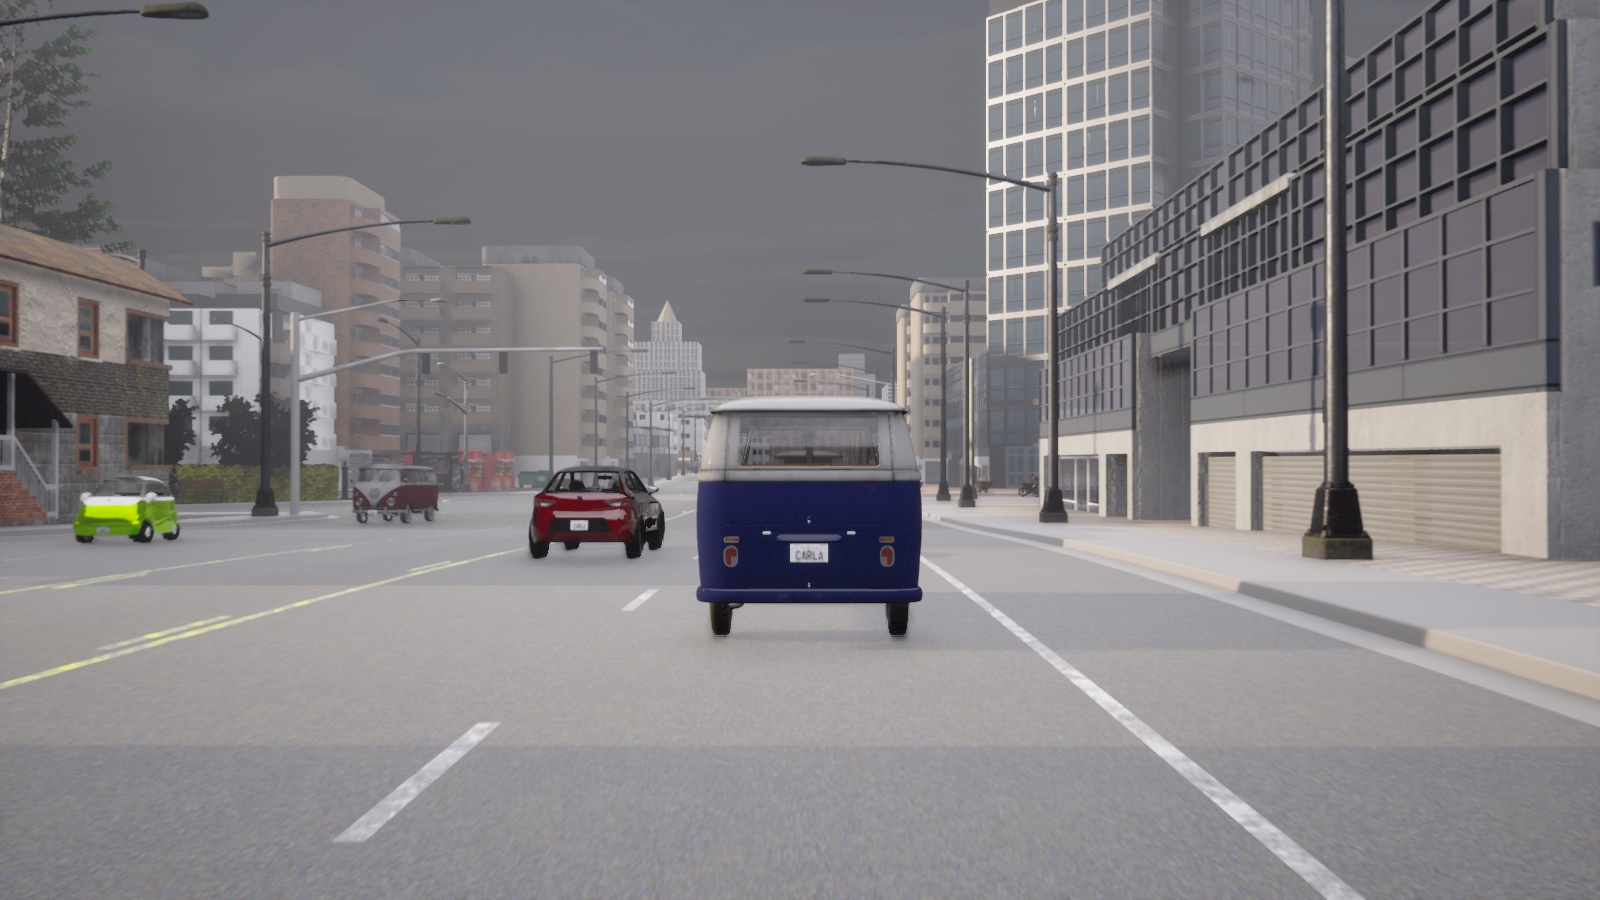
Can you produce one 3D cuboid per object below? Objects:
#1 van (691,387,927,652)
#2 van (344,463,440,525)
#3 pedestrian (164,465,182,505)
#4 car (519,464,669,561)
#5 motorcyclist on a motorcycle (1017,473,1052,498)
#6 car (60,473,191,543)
[{"bbox_3d":[0.085,0.551,11.663,1.775,1.987,4.442,0,-1,0],"label":"van"},{"bbox_3d":[-13.725,1.457,42.532,1.775,1.987,4.442,0,-2,0],"label":"van"},{"bbox_3d":[-30.297,1.683,60.671,0.692,1.930,0.395,1,-1,-42],"label":"pedestrian"},{"bbox_3d":[-3.355,1.012,21.251,1.816,1.474,4.193,0,-2,0],"label":"car"},{"bbox_3d":[14.779,2.224,79.273,2.044,1.523,0.797,0,-1,1],"label":"motorcyclist on a motorcycle"},{"bbox_3d":[-13.826,1.191,25.843,1.481,1.376,2.207,0,-2,0],"label":"car"}]
